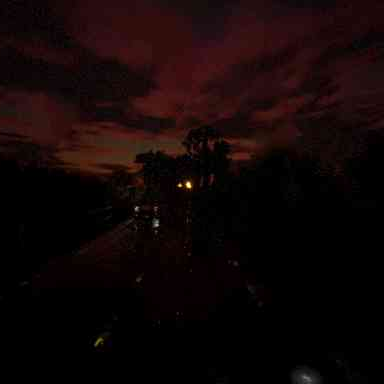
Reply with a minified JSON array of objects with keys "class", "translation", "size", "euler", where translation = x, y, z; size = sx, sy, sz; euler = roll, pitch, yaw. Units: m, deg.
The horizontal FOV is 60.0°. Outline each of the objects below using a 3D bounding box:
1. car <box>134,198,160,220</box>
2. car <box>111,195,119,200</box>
[{"class":"car","translation":[-3.791,1.352,28.405],"size":[2.097,1.767,4.553],"euler":[0,0,-6]},{"class":"car","translation":[-21.518,1.489,92.985],"size":[2.128,1.511,4.902],"euler":[0,0,-24]}]
